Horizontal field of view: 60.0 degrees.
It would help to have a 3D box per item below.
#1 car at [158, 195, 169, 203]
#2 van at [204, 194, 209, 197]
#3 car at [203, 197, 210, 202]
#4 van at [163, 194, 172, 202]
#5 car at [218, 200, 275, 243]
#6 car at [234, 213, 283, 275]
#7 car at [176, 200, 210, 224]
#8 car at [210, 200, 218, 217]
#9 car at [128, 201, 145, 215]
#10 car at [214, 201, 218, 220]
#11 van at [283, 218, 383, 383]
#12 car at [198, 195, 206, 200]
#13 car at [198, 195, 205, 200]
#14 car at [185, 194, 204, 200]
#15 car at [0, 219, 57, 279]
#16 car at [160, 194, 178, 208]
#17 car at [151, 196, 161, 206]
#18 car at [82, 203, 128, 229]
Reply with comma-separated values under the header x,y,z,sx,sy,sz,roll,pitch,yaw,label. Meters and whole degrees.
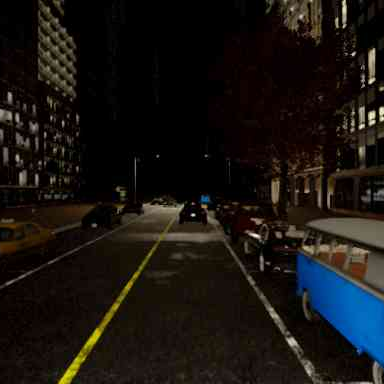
x,y,z,sx,sy,sz,roll,pitch,yaw,label
-5.726,1.414,66.907,1.967,1.590,4.097,0,0,0,car
2.654,1.316,66.910,1.690,1.788,3.998,0,0,0,van
2.669,1.554,38.569,1.947,1.339,4.313,0,0,0,car
-5.732,1.307,78.243,1.690,1.788,3.998,0,0,0,van
2.680,1.311,15.897,2.192,1.841,5.009,0,0,0,car
2.683,1.549,10.229,2.008,1.369,4.403,0,0,0,car
0.086,1.558,24.927,1.994,1.385,4.181,0,0,0,car
2.674,1.575,27.233,1.802,1.307,4.206,0,0,0,car
-5.709,1.572,32.898,1.802,1.307,4.206,0,0,0,car
2.677,1.520,21.735,1.752,1.417,4.829,0,0,0,car
2.685,1.340,4.560,1.690,1.788,3.998,0,0,0,van
2.644,1.502,89.584,1.887,1.381,4.507,0,0,0,car
2.641,1.519,95.252,1.947,1.339,4.313,0,0,0,car
0.079,1.340,42.325,2.097,1.767,4.553,0,0,0,car
-5.697,1.523,10.056,1.752,1.417,4.829,0,0,0,car
-3.107,1.487,48.287,1.837,1.490,4.892,0,1,0,car
-5.720,1.547,55.570,1.947,1.339,4.313,0,0,0,car
-5.703,1.560,21.561,1.947,1.339,4.313,0,0,0,car
